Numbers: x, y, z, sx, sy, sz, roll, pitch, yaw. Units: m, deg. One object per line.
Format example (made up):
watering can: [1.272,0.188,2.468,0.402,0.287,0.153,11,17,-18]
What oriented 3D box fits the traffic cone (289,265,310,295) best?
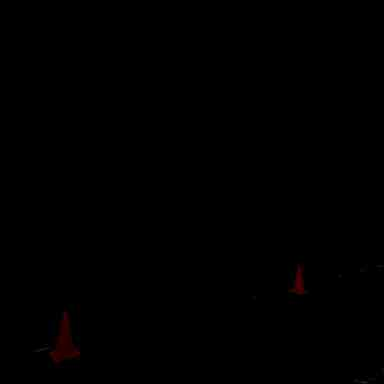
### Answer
traffic cone: [2.409,1.940,7.454,0.340,0.580,0.340,0,0,-34]

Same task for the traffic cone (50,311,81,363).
traffic cone: [-1.747,1.948,4.591,0.340,0.580,0.340,0,0,-35]
